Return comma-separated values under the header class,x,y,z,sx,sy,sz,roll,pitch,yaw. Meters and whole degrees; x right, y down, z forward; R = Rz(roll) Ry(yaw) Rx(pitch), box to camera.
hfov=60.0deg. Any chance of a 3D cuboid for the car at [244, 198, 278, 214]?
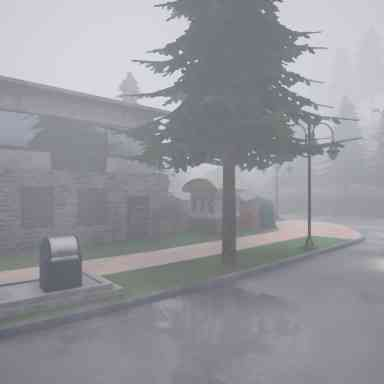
class,x,y,z,sx,sy,sz,roll,pitch,yaw
car,5.064,1.347,28.852,4.892,1.490,1.837,0,0,43
